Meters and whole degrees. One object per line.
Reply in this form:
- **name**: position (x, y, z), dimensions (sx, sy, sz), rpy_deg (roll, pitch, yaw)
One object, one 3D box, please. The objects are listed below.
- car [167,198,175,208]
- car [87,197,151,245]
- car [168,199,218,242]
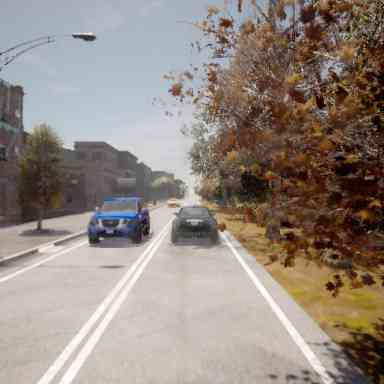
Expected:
- **car**: position (-3.179, 1.842, 56.886), dimensions (1.882, 1.535, 5.008), rpy_deg (0, 0, 1)
- **car**: position (-3.334, 1.277, 16.294), dimensions (2.150, 2.045, 5.566), rpy_deg (0, 0, 0)
- **car**: position (0.117, 1.411, 16.727), dimensions (2.097, 1.767, 4.553), rpy_deg (0, 0, 0)
